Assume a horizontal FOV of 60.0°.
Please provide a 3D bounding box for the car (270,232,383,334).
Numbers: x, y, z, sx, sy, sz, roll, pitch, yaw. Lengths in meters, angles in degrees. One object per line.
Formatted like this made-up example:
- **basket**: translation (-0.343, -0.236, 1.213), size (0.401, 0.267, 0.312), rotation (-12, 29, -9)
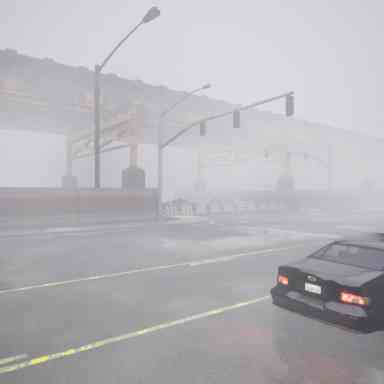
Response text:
- **car**: translation (3.916, 1.547, 6.647), size (5.357, 1.411, 2.033), rotation (0, 0, -36)

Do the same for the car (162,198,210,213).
- **car**: translation (-0.878, 1.451, 35.959), size (4.974, 1.542, 2.038), rotation (0, 0, 7)

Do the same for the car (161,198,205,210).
- **car**: translation (-0.929, 1.293, 35.965), size (4.536, 1.218, 1.853), rotation (0, 0, 7)

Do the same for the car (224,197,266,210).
- **car**: translation (6.710, 1.450, 42.483), size (4.974, 1.542, 2.038), rotation (0, 0, -8)

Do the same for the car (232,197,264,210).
- **car**: translation (6.659, 1.292, 42.476), size (4.536, 1.218, 1.853), rotation (0, 0, -8)

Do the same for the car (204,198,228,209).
- **car**: translation (2.854, 1.293, 38.732), size (1.853, 1.218, 4.536), rotation (0, 0, 17)

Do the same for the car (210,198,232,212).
- **car**: translation (2.839, 1.450, 38.683), size (2.038, 1.542, 4.974), rotation (0, 0, 17)
